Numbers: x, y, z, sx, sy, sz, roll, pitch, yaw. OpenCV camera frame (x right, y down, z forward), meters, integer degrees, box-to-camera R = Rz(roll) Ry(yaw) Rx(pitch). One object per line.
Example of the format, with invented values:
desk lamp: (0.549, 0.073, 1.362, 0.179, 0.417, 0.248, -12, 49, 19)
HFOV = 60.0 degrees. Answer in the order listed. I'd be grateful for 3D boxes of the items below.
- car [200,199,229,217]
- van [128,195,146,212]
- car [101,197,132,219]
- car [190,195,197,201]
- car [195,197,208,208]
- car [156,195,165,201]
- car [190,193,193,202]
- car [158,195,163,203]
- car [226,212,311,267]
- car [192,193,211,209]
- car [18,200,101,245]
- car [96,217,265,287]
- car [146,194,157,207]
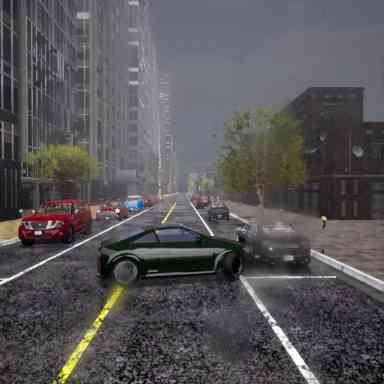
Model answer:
car: (2.014, 1.543, 27.021, 2.008, 1.369, 4.403, -1, 0, -1)
van: (-6.690, 1.329, 38.610, 1.690, 1.788, 3.998, -1, 0, -1)
car: (-6.389, 1.432, 26.816, 1.967, 1.590, 4.097, -1, 0, -1)
car: (0.381, 1.551, 88.614, 1.802, 1.307, 4.206, -1, 0, -1)
car: (1.395, 1.509, 50.056, 1.752, 1.417, 4.829, -1, 0, -1)
car: (-7.848, 1.496, 82.703, 1.752, 1.417, 4.829, -1, 0, -1)
car: (0.813, 1.290, 72.017, 2.192, 1.841, 5.009, -1, 0, -1)
car: (-7.415, 1.522, 66.274, 1.887, 1.381, 4.507, -1, 0, -1)
car: (2.549, 1.548, 11.161, 2.008, 1.369, 4.403, -1, 0, -1)
car: (1.542, 1.301, 44.353, 2.192, 1.841, 5.009, -1, 0, -1)
car: (-6.190, 1.310, 15.748, 2.192, 1.841, 5.009, -1, 0, -1)
car: (-0.435, 1.558, 9.065, 4.181, 1.385, 1.994, 0, 0, -15)
car: (-6.981, 1.299, 49.675, 2.192, 1.841, 5.009, -1, 0, -1)
